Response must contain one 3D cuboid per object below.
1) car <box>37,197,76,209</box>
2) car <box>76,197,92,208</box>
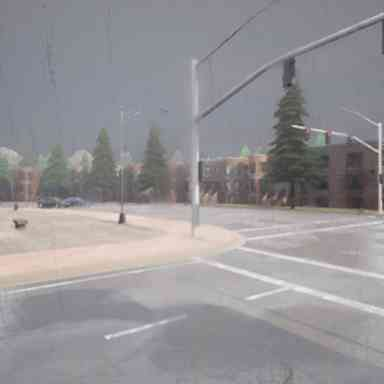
[{"bbox_3d":[-17.721,1.406,42.800,4.892,1.490,1.837,-1,0,27],"label":"car"},{"bbox_3d":[-15.914,1.393,45.788,4.674,1.442,1.812,0,0,28],"label":"car"}]
